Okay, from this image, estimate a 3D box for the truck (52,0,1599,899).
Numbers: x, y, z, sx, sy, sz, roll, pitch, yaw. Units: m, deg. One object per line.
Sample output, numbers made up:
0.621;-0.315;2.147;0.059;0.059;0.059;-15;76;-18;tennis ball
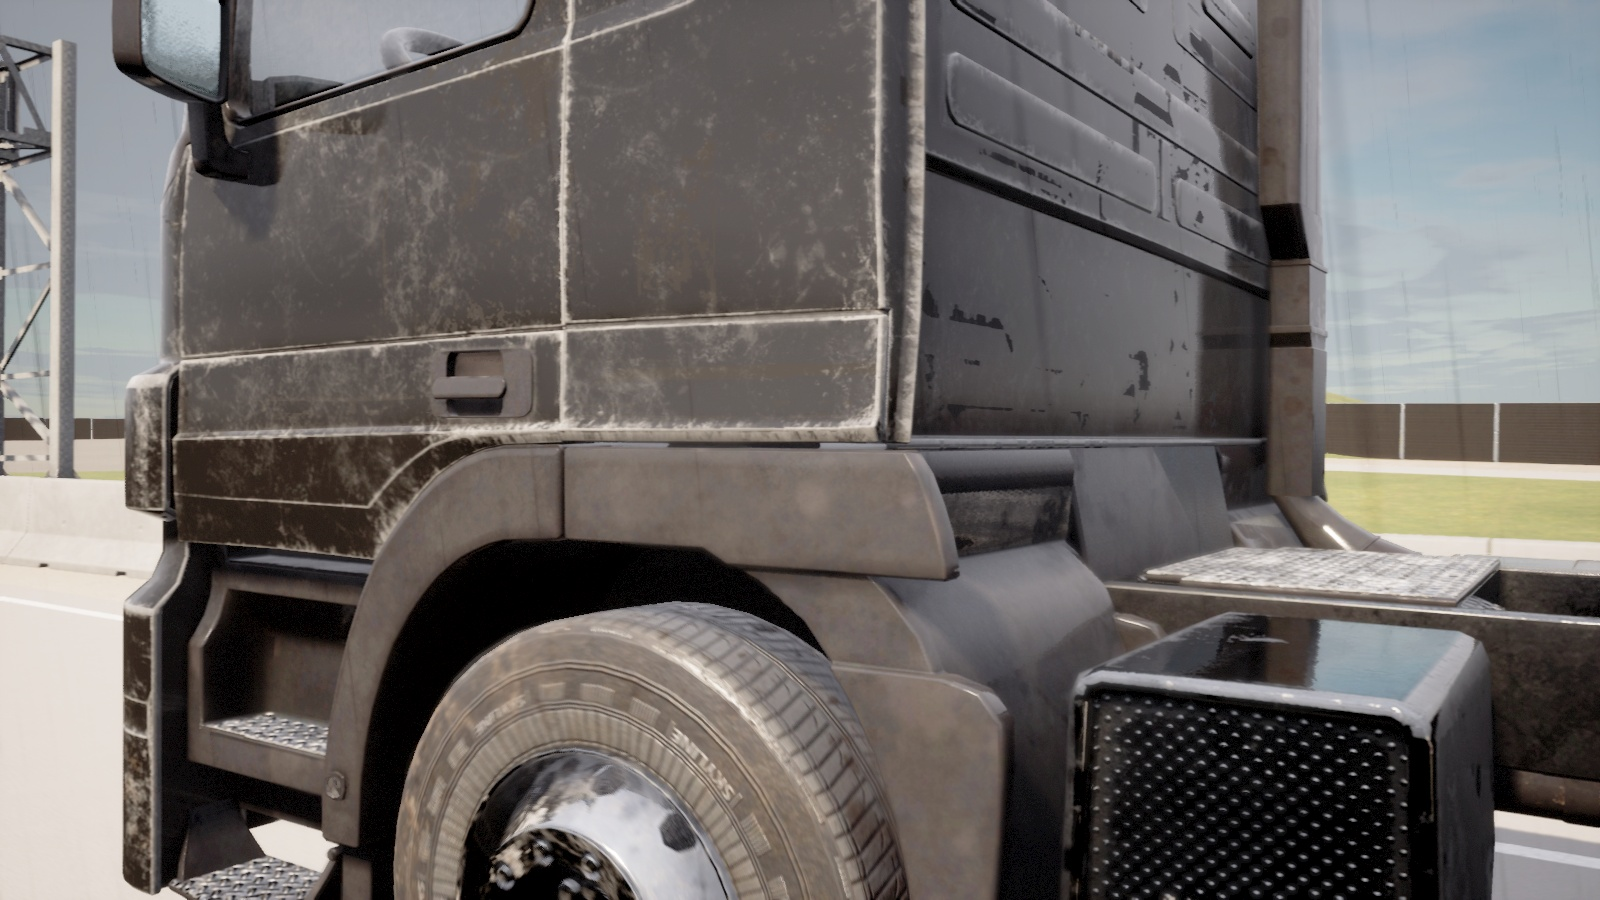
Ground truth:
2.285;-0.300;2.086;7.936;3.462;2.891;0;1;34;truck
